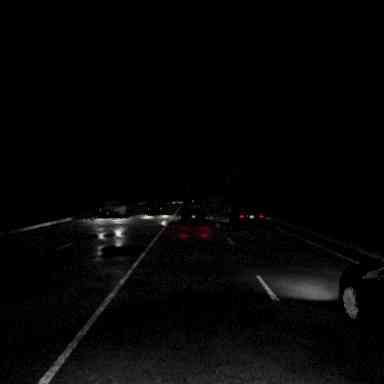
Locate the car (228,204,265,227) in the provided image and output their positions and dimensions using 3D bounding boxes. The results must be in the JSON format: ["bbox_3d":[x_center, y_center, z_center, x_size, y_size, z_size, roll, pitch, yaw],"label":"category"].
[{"bbox_3d":[3.605,1.542,22.570,2.033,1.411,5.357,0,0,0],"label":"car"}]

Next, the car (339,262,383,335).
[{"bbox_3d":[3.602,1.504,4.171,1.837,1.490,4.892,0,0,0],"label":"car"}]

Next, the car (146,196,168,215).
[{"bbox_3d":[-3.585,1.469,34.317,1.882,1.535,5.008,0,0,0],"label":"car"}]

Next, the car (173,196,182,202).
[{"bbox_3d":[-3.326,1.513,76.234,2.033,1.411,5.357,0,0,1],"label":"car"}]

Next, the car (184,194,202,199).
[{"bbox_3d":[0.115,1.211,43.002,2.150,2.045,5.566,0,0,0],"label":"car"}]

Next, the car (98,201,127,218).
[{"bbox_3d":[-7.077,1.518,30.189,1.812,1.442,4.674,0,0,0],"label":"car"}]

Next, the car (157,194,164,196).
[{"bbox_3d":[-6.902,1.311,72.444,2.097,1.767,4.553,0,0,1],"label":"car"}]

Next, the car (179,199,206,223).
[{"bbox_3d":[0.104,1.520,25.310,1.812,1.442,4.674,0,0,0],"label":"car"}]
